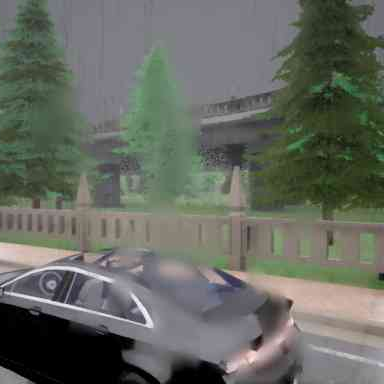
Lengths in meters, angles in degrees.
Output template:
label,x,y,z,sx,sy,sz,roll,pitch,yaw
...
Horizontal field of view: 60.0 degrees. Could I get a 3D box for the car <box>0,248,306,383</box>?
label,x,y,z,sx,sy,sz,roll,pitch,yaw
car,-1.148,1.491,4.221,4.902,1.511,2.128,0,0,33
